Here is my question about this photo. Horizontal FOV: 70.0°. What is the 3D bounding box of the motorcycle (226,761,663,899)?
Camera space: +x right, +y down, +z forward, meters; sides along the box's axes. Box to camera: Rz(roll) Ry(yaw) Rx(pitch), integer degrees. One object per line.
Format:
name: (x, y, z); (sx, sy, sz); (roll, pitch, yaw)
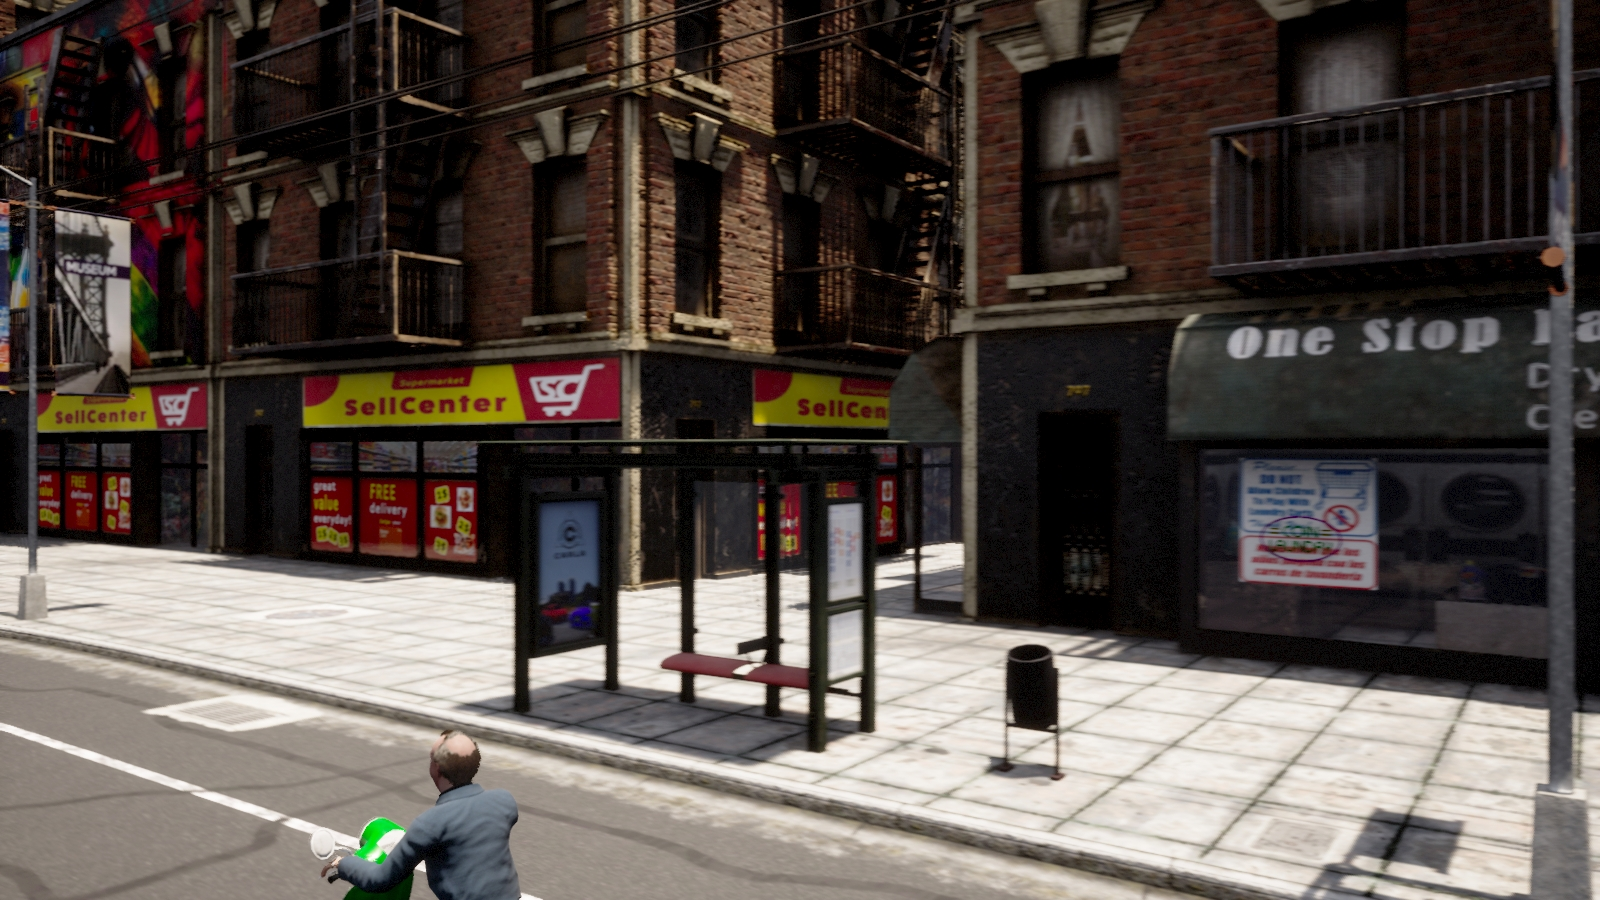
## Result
motorcycle: (-1.550, 2.182, 4.871); (1.805, 1.236, 0.856); (0, 0, 35)
